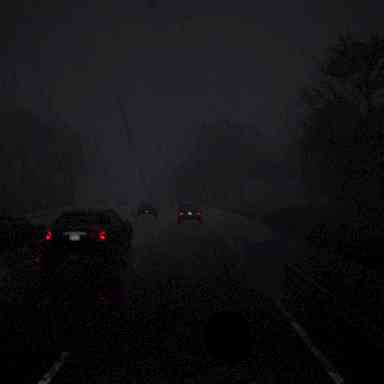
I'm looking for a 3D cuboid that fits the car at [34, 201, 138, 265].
[{"bbox_3d":[-3.434,1.353,11.815,2.097,1.767,4.553,0,0,0],"label":"car"}]

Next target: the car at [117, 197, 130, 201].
[{"bbox_3d":[-11.041,1.476,53.332,1.882,1.535,5.008,0,0,-13],"label":"car"}]

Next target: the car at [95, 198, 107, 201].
[{"bbox_3d":[-14.598,1.593,53.307,1.895,1.301,4.718,0,0,-13],"label":"car"}]

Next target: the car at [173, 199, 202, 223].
[{"bbox_3d":[-0.265,1.551,25.683,2.033,1.411,5.357,0,0,-3],"label":"car"}]

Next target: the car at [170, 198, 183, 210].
[{"bbox_3d":[-1.848,1.499,42.967,2.128,1.511,4.902,0,0,-8],"label":"car"}]

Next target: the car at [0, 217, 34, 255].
[{"bbox_3d":[-7.140,1.601,11.931,1.895,1.301,4.718,0,0,-1],"label":"car"}]

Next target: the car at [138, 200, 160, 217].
[{"bbox_3d":[-4.142,1.495,31.598,2.128,1.511,4.902,0,0,-4],"label":"car"}]
